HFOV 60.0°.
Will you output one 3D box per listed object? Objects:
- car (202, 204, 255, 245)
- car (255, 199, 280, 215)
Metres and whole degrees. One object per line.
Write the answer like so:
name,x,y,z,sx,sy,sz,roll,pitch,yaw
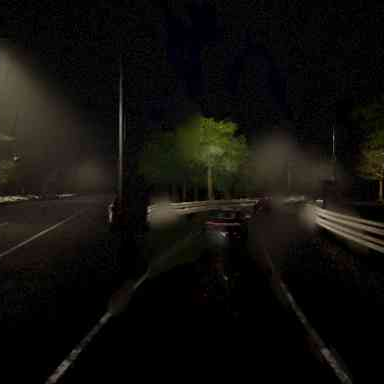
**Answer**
car,1.681,1.502,15.642,2.128,1.511,4.902,0,0,12
car,7.825,1.528,34.560,1.882,1.535,5.008,0,0,25
